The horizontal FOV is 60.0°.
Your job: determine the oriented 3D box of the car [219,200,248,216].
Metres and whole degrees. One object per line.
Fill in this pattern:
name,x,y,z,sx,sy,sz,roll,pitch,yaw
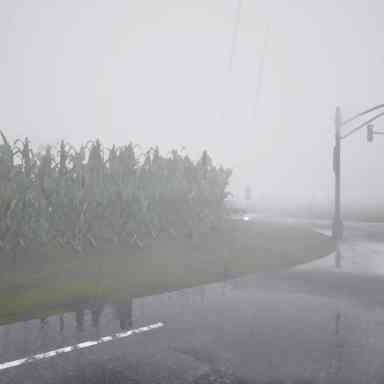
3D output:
car,3.164,1.501,31.949,2.033,1.411,5.357,1,0,-26
